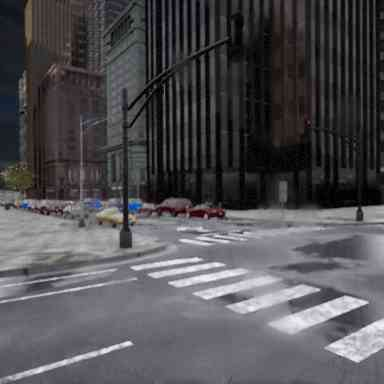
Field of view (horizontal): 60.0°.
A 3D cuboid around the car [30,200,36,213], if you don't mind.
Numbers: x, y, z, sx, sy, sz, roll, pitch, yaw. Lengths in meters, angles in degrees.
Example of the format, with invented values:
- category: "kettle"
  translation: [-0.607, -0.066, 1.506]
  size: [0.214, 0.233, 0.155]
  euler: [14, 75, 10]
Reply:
- category: "car"
  translation: [-19.997, 2.139, 44.823]
  size: [1.887, 1.381, 4.507]
  euler: [-2, 0, -35]

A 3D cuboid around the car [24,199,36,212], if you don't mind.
- category: "car"
  translation: [-22.833, 2.099, 48.802]
  size: [1.967, 1.590, 4.097]
  euler: [-2, 0, -35]

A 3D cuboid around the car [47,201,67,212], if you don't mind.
- category: "car"
  translation: [-20.276, 2.150, 49.958]
  size: [1.812, 1.442, 4.674]
  euler: [-1, -1, -35]

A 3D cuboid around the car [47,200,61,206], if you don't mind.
- category: "car"
  translation: [-31.234, 2.488, 75.308]
  size: [1.947, 1.339, 4.313]
  euler: [-2, 0, -35]

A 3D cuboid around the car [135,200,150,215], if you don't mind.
- category: "car"
  translation: [-4.767, 1.900, 38.154]
  size: [1.802, 1.307, 4.206]
  euler: [-2, 0, -35]

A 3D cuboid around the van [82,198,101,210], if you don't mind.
- category: "van"
  translation: [-16.555, 1.931, 54.744]
  size: [1.690, 1.788, 3.998]
  euler: [-2, 0, -35]

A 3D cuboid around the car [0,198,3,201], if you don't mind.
- category: "car"
  translation: [-43.908, 2.711, 78.413]
  size: [1.802, 1.307, 4.206]
  euler: [-2, 0, -35]

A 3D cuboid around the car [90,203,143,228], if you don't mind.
- category: "car"
  translation: [-5.732, 1.787, 24.783]
  size: [1.752, 1.417, 4.829]
  euler: [-2, 0, -35]

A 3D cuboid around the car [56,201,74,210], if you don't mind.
- category: "car"
  translation: [-22.082, 2.293, 57.706]
  size: [1.895, 1.301, 4.718]
  euler: [-1, 0, -35]

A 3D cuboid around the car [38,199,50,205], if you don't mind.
- category: "car"
  translation: [-37.268, 2.602, 83.785]
  size: [2.008, 1.369, 4.403]
  euler: [-2, 0, -35]

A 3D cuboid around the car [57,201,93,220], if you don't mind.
- category: "car"
  translation: [-11.496, 1.948, 32.882]
  size: [2.008, 1.369, 4.403]
  euler: [-2, 0, -35]

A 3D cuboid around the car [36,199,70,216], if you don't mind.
- category: "car"
  translation: [-17.170, 1.844, 40.842]
  size: [2.192, 1.841, 5.009]
  euler: [-2, 0, -35]

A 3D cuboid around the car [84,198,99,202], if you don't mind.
- category: "car"
  translation: [-16.017, 2.045, 49.256]
  size: [2.128, 1.511, 4.902]
  euler: [-1, 0, -35]

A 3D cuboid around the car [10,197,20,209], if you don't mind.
- category: "car"
  translation: [-31.437, 2.295, 60.889]
  size: [1.967, 1.590, 4.097]
  euler: [-2, 0, -35]

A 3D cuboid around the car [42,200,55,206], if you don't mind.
- category: "car"
  translation: [-34.251, 2.553, 79.547]
  size: [1.947, 1.339, 4.313]
  euler: [-2, 0, -35]

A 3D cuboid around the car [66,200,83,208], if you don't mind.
- category: "car"
  translation: [-22.183, 2.300, 62.594]
  size: [1.802, 1.307, 4.206]
  euler: [-2, 0, -35]

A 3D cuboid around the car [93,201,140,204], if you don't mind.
- category: "car"
  translation: [-7.265, 1.870, 31.545]
  size: [2.033, 1.411, 5.357]
  euler: [-1, 0, -35]

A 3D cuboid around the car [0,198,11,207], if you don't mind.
- category: "car"
  translation: [-40.790, 2.608, 74.032]
  size: [1.887, 1.381, 4.507]
  euler: [-2, 0, -35]

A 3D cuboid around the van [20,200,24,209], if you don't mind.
- category: "van"
  translation: [-25.669, 2.065, 52.783]
  size: [1.690, 1.788, 3.998]
  euler: [-2, 0, -35]

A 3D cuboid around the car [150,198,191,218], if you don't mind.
- category: "car"
  translation: [-1.829, 1.564, 34.005]
  size: [2.192, 1.841, 5.009]
  euler: [-2, 0, -35]

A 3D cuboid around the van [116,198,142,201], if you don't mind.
- category: "van"
  translation: [-7.719, 1.727, 42.301]
  size: [1.690, 1.788, 3.998]
  euler: [-2, 0, -35]

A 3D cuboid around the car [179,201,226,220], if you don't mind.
- category: "car"
  translation: [1.123, 1.724, 29.858]
  size: [1.887, 1.381, 4.507]
  euler: [-2, 0, -35]

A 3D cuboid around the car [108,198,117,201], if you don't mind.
- category: "car"
  translation: [-10.665, 1.770, 46.448]
  size: [2.192, 1.841, 5.009]
  euler: [-2, 0, -35]
